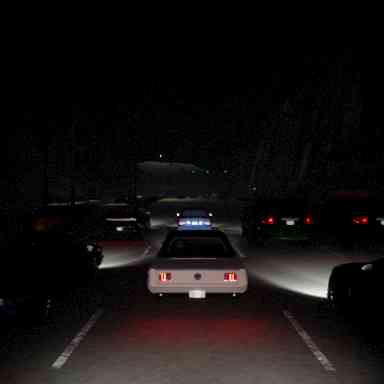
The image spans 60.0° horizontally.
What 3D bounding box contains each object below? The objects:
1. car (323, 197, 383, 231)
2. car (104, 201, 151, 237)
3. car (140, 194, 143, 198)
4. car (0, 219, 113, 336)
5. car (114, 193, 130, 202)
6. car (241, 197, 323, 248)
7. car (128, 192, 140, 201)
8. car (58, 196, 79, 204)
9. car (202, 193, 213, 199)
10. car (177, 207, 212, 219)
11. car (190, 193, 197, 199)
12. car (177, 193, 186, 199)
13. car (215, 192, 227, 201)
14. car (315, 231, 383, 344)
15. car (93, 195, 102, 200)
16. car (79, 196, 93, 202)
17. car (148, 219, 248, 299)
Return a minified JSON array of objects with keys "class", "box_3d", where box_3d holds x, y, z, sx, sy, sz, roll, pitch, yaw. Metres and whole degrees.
[{"class":"car","box_3d":[7.115,1.222,14.916,2.150,2.045,5.566,0,0,0]},{"class":"car","box_3d":[-3.372,1.492,17.896,2.128,1.511,4.902,0,0,0]},{"class":"car","box_3d":[-13.690,1.335,84.887,1.812,1.442,4.674,0,1,1]},{"class":"car","box_3d":[-3.391,1.547,6.957,2.033,1.411,5.357,0,0,0]},{"class":"car","box_3d":[-13.880,1.463,64.614,1.837,1.490,4.892,0,0,0]},{"class":"car","box_3d":[3.616,1.222,14.885,2.150,2.045,5.566,0,0,0]},{"class":"car","box_3d":[-13.787,1.137,74.707,2.150,2.045,5.566,0,0,1]},{"class":"car","box_3d":[-24.379,1.436,64.684,1.882,1.535,5.008,0,0,0]},{"class":"car","box_3d":[3.890,1.217,93.169,2.128,1.511,4.902,0,1,1]},{"class":"car","box_3d":[0.129,1.548,18.452,2.033,1.411,5.357,0,0,0]},{"class":"car","box_3d":[0.394,1.242,93.579,1.994,1.385,4.181,0,1,1]},{"class":"car","box_3d":[-3.110,1.170,93.230,1.882,1.535,5.008,0,1,1]},{"class":"car","box_3d":[7.257,1.410,79.144,2.033,1.411,5.357,0,1,1]},{"class":"car","box_3d":[3.605,1.564,4.815,1.994,1.385,4.181,0,0,0]},{"class":"car","box_3d":[-24.194,1.370,84.438,1.994,1.385,4.181,0,1,1]},{"class":"car","box_3d":[-24.291,1.511,74.366,1.895,1.301,4.718,0,0,1]},{"class":"car","box_3d":[0.111,1.601,8.384,1.895,1.301,4.718,0,0,0]}]
